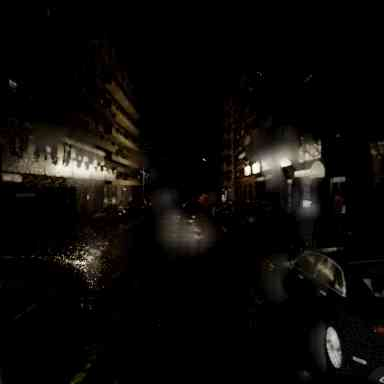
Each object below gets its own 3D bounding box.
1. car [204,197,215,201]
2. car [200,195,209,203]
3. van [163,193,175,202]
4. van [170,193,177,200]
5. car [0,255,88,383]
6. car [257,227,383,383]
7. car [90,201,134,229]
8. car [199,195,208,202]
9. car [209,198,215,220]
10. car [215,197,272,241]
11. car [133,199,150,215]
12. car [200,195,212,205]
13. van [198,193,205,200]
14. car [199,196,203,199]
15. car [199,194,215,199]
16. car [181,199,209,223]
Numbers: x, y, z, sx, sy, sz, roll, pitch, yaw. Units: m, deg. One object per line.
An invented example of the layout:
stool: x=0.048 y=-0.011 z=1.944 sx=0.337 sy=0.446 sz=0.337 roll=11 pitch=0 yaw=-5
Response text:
car: x=2.574 y=1.571 z=38.673 sx=1.802 sy=1.307 sz=4.206 roll=-1 pitch=0 yaw=0
car: x=2.589 y=1.501 z=72.137 sx=1.752 sy=1.417 sz=4.829 roll=-1 pitch=0 yaw=0
van: x=-5.293 y=1.317 z=71.952 sx=1.690 sy=1.788 sz=3.998 roll=-1 pitch=0 yaw=0
van: x=-5.283 y=1.305 z=94.148 sx=1.690 sy=1.788 sz=3.998 roll=-1 pitch=0 yaw=0
car: x=-2.838 y=1.563 z=4.236 sx=1.994 sy=1.385 sz=4.181 roll=0 pitch=0 yaw=0
car: x=2.559 y=1.549 z=5.379 sx=2.008 sy=1.369 sz=4.403 roll=-1 pitch=0 yaw=0
car: x=-5.314 y=1.520 z=21.839 sx=1.752 sy=1.417 sz=4.829 roll=-1 pitch=0 yaw=0
car: x=2.591 y=1.413 z=77.516 sx=1.967 sy=1.590 sz=4.097 roll=-1 pitch=0 yaw=0
car: x=2.569 y=1.518 z=27.745 sx=1.752 sy=1.417 sz=4.829 roll=-1 pitch=0 yaw=0
car: x=2.561 y=1.311 z=16.478 sx=2.192 sy=1.841 sz=5.009 roll=-1 pitch=0 yaw=0
car: x=-5.310 y=1.432 z=33.107 sx=1.967 sy=1.590 sz=4.097 roll=-1 pitch=0 yaw=0
car: x=2.583 y=1.421 z=60.869 sx=1.967 sy=1.590 sz=4.097 roll=-1 pitch=0 yaw=0
van: x=2.594 y=1.308 z=88.615 sx=1.690 sy=1.788 sz=3.998 roll=-1 pitch=0 yaw=0
car: x=0.120 y=1.589 z=43.127 sx=1.895 sy=1.301 sz=4.718 roll=0 pitch=0 yaw=0
car: x=2.576 y=1.300 z=49.771 sx=2.192 sy=1.841 sz=5.009 roll=-1 pitch=0 yaw=0
car: x=0.115 y=1.519 z=25.359 sx=1.812 sy=1.442 sz=4.674 roll=0 pitch=0 yaw=0
